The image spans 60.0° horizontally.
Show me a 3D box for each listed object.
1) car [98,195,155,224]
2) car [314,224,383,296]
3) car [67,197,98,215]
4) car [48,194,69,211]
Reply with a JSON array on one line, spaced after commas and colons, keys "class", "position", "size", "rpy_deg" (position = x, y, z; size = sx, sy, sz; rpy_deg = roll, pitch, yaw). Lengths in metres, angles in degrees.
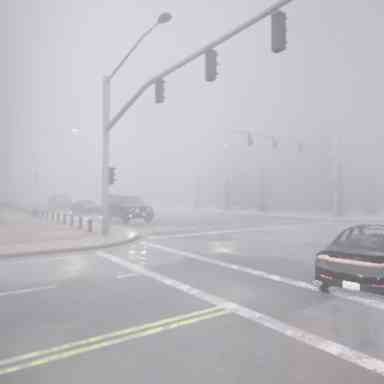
[{"class": "car", "position": [-5.011, 1.248, 25.763], "size": [2.150, 2.045, 5.566], "rpy_deg": [1, 0, -36]}, {"class": "car", "position": [4.599, 1.535, 8.005], "size": [2.128, 1.511, 4.902], "rpy_deg": [0, 0, 42]}, {"class": "car", "position": [-10.806, 1.504, 33.915], "size": [1.882, 1.535, 5.008], "rpy_deg": [1, 0, -35]}, {"class": "car", "position": [-16.846, 1.249, 42.568], "size": [2.150, 2.045, 5.566], "rpy_deg": [1, 0, -34]}]
